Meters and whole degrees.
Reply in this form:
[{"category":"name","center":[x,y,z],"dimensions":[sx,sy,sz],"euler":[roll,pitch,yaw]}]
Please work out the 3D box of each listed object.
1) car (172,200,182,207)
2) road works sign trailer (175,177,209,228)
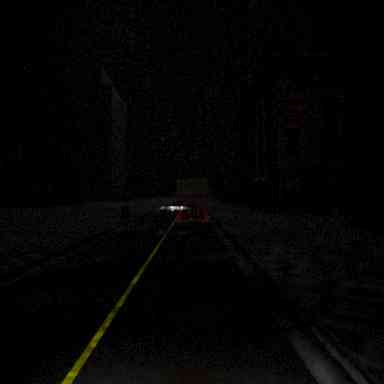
[{"category":"car","center":[-3.015,2.219,65.720],"dimensions":[1.895,1.301,4.718],"euler":[0,-1,0]},{"category":"road works sign trailer","center":[-0.002,0.699,24.091],"dimensions":[2.380,3.560,2.880],"euler":[0,-1,0]}]
